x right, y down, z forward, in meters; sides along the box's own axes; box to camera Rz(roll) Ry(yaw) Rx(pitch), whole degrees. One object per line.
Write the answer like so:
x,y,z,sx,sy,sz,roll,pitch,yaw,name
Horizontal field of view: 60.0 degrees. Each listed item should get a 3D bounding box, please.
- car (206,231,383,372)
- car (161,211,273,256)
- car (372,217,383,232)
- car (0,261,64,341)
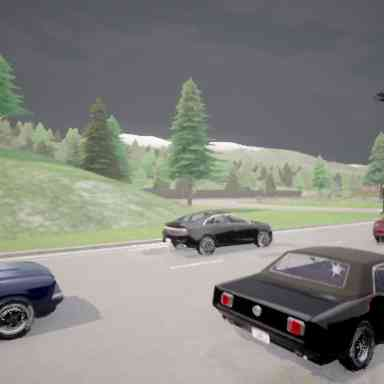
2.722,1.613,5.689,4.718,1.301,1.895,0,0,-36,car
1.138,1.510,13.158,4.902,1.511,2.128,0,0,-36,car
10.054,1.565,15.220,4.674,1.442,1.812,0,0,-36,car
-4.472,1.598,4.857,4.718,1.301,1.895,0,0,-36,car
